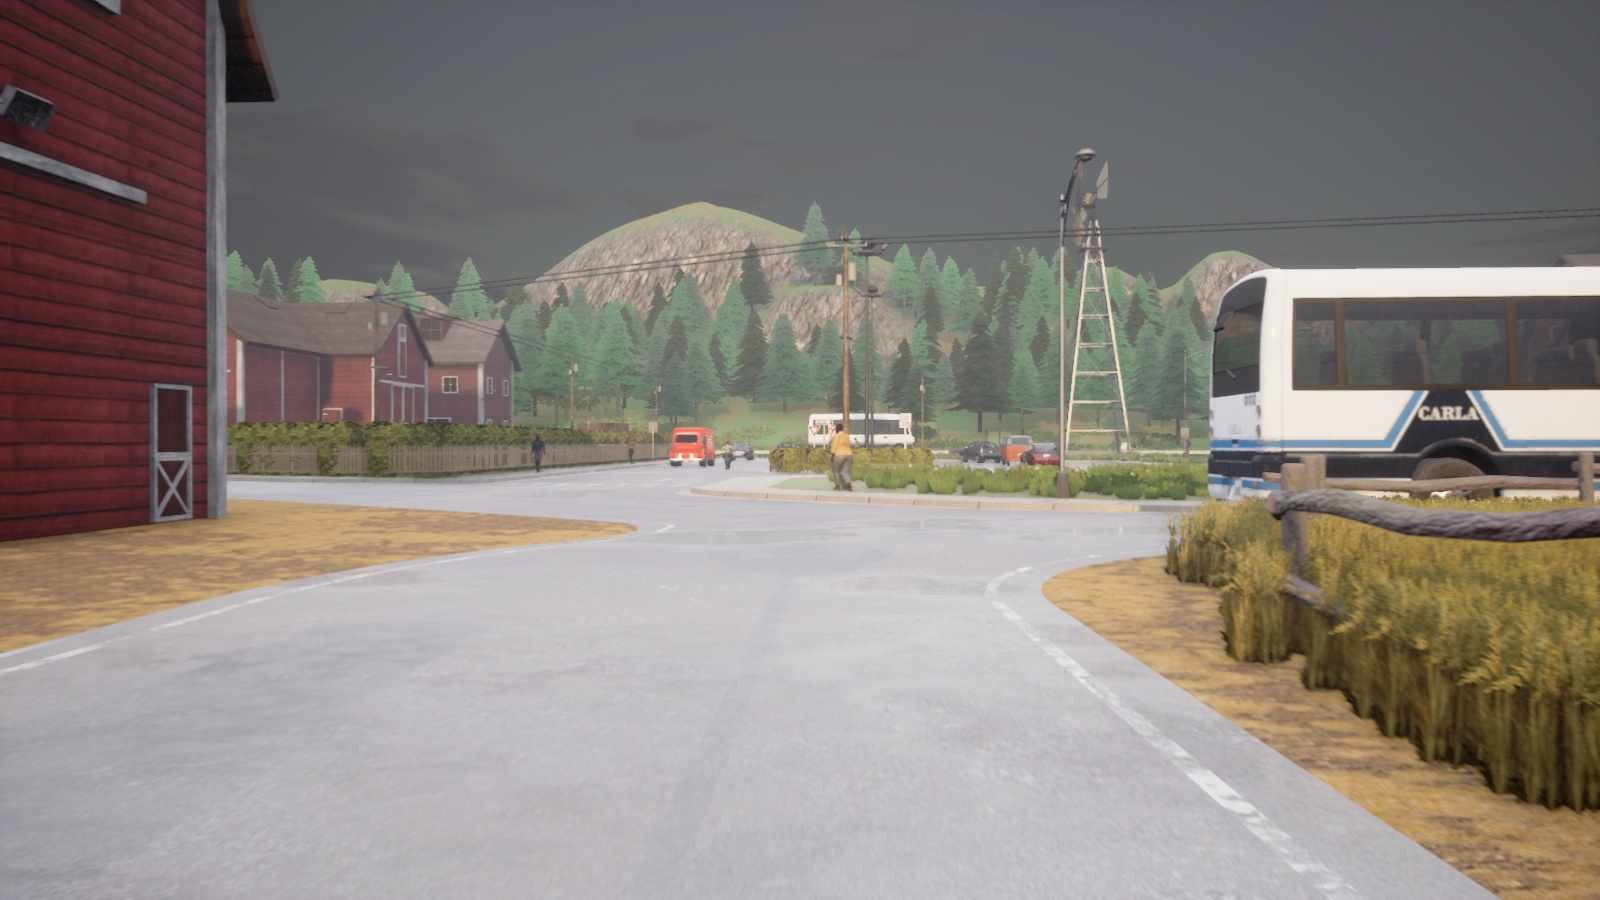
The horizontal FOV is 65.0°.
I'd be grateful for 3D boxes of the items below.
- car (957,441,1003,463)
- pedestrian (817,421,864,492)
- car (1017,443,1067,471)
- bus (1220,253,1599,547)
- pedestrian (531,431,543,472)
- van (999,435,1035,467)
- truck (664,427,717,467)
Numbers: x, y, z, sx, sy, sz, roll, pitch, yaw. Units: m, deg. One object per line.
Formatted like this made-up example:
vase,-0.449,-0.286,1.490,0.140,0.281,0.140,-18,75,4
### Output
car,13.308,0.133,93.236,1.851,1.617,3.988,0,0,-17
pedestrian,1.068,0.170,33.195,0.874,1.855,0.900,0,0,-38
car,13.480,0.364,70.141,2.163,1.488,4.792,0,0,4
bus,12.484,-0.732,20.057,10.273,4.253,3.944,0,0,3
pedestrian,-11.834,0.076,56.520,0.370,1.835,0.726,0,0,0
van,14.104,0.053,81.726,1.775,1.987,4.442,0,0,3
truck,-6.858,-0.190,79.290,2.627,2.467,5.204,0,0,3
